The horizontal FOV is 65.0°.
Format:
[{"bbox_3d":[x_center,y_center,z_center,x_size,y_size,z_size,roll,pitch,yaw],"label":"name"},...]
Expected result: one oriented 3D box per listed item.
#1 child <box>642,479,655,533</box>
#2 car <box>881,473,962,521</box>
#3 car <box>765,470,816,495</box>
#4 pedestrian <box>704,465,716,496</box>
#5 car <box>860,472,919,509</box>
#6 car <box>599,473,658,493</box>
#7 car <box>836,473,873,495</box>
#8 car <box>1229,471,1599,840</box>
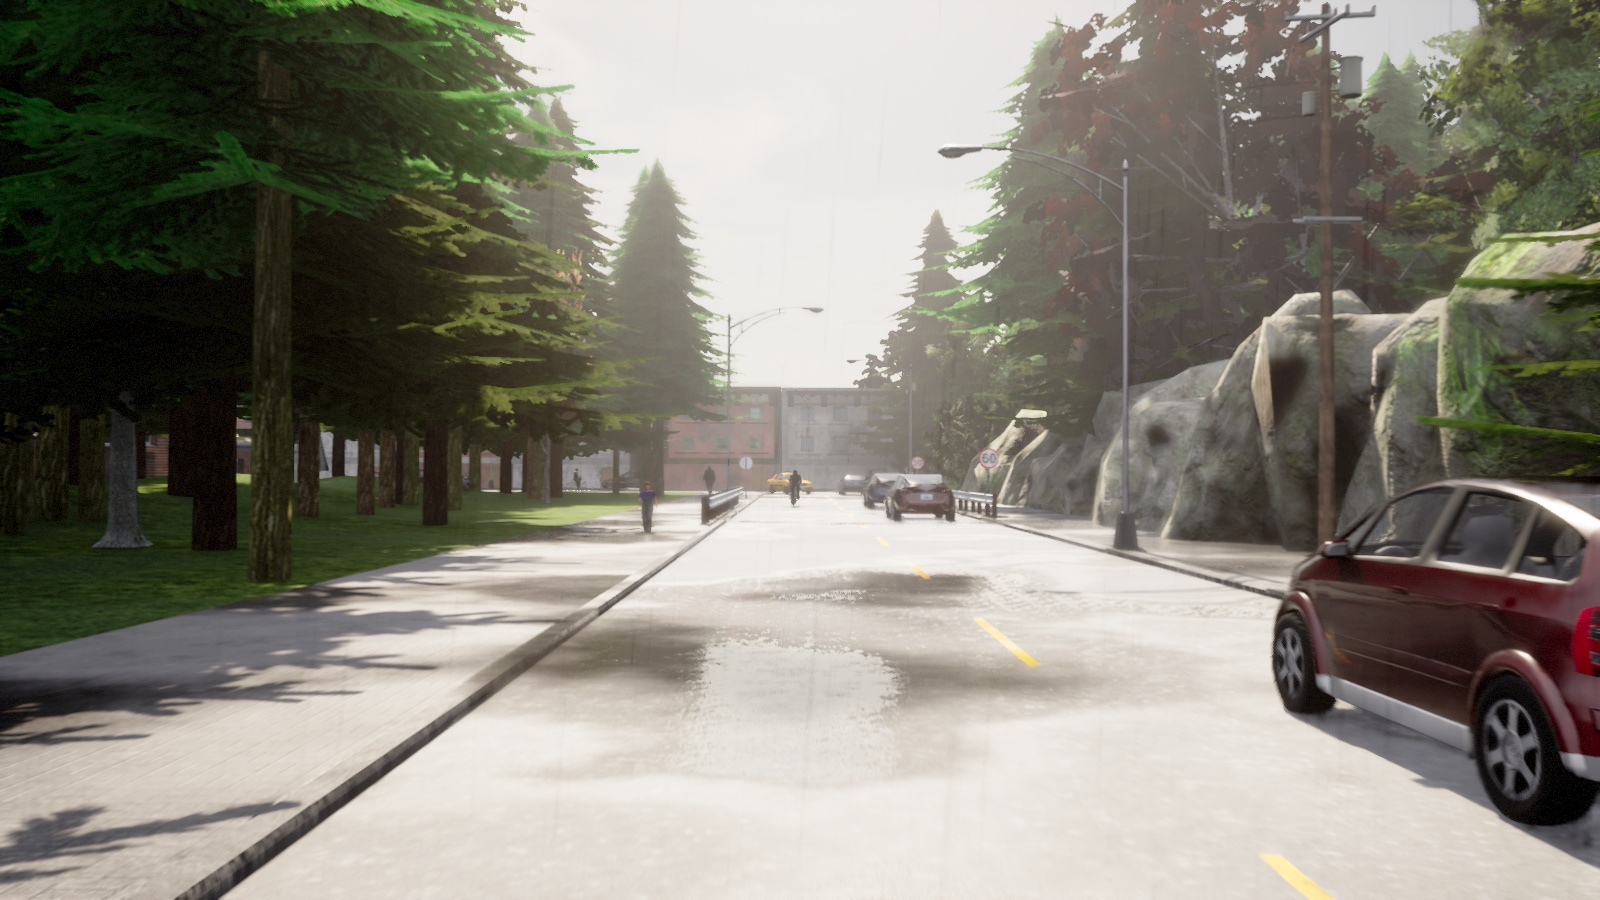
[{"bbox_3d":[-3.545,1.313,29.434,0.270,1.263,0.437,0,-1,-1],"label":"child"},{"bbox_3d":[3.896,1.490,41.094,2.163,1.488,4.792,0,-1,0],"label":"car"},{"bbox_3d":[-0.705,2.195,85.548,1.801,1.575,5.366,0,-1,-19],"label":"car"},{"bbox_3d":[-5.348,1.804,74.890,0.634,1.844,0.899,0,-1,-9],"label":"pedestrian"},{"bbox_3d":[3.812,1.710,54.203,2.163,1.488,4.792,0,-1,0],"label":"car"},{"bbox_3d":[-13.084,2.492,95.902,4.193,1.474,1.816,0,-1,1],"label":"car"},{"bbox_3d":[3.569,2.251,83.468,2.033,1.411,5.357,0,-1,-2],"label":"car"},{"bbox_3d":[3.983,0.897,7.161,1.789,1.549,3.705,0,-1,0],"label":"car"}]
